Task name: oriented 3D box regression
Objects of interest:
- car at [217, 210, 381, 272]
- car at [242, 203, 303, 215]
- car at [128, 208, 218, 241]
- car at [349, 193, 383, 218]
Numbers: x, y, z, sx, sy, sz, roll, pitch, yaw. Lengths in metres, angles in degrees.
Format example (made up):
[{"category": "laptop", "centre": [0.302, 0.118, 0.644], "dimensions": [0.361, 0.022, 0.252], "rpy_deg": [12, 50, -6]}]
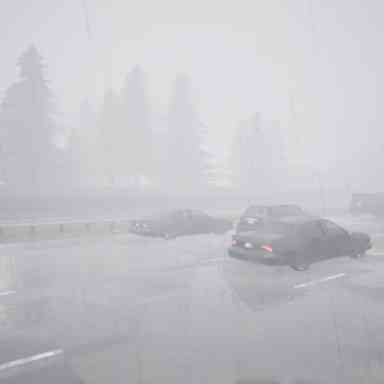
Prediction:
[{"category": "car", "centre": [3.602, 1.504, 10.618], "dimensions": [5.357, 1.411, 2.033], "rpy_deg": [0, 0, -36]}, {"category": "car", "centre": [4.227, 1.293, 15.362], "dimensions": [4.553, 1.767, 2.097], "rpy_deg": [0, 0, -36]}, {"category": "car", "centre": [-0.400, 1.504, 16.361], "dimensions": [5.357, 1.411, 2.033], "rpy_deg": [0, 0, -36]}, {"category": "car", "centre": [15.228, 1.085, 27.511], "dimensions": [5.566, 2.045, 2.150], "rpy_deg": [0, 0, -36]}]
